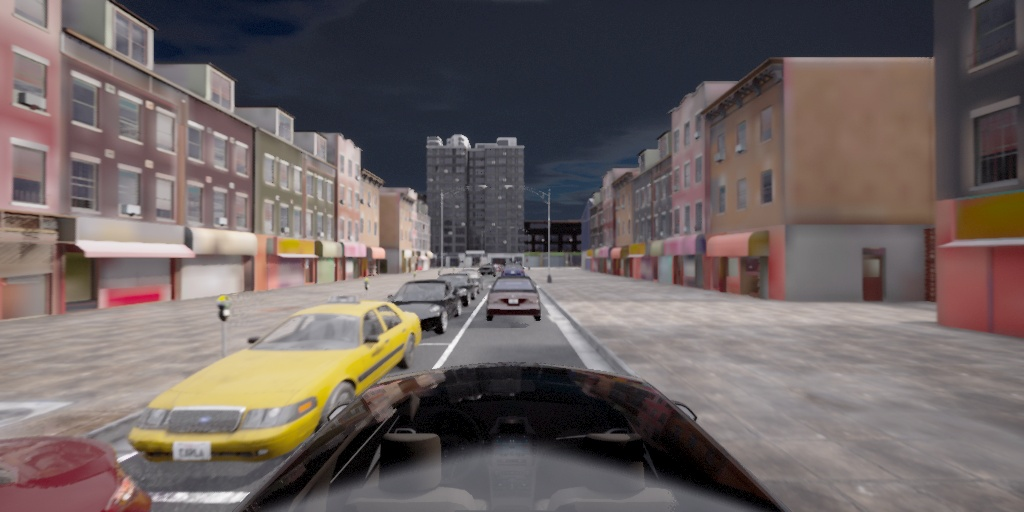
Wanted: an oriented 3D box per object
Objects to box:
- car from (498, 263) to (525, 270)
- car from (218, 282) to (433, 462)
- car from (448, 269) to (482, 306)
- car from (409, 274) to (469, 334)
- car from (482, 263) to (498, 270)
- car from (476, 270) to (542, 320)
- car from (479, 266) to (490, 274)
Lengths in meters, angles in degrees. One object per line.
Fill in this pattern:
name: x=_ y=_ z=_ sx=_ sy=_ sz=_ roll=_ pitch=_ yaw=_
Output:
car: x=0.076 y=1.434 z=32.807 sx=2.097 sy=1.767 sz=4.553 roll=0 pitch=-1 yaw=0
car: x=-2.639 y=1.316 z=5.359 sx=1.751 sy=1.417 sz=4.829 roll=0 pitch=0 yaw=0
car: x=-2.642 y=1.473 z=16.433 sx=1.948 sy=1.339 sz=4.313 roll=0 pitch=0 yaw=0
car: x=-2.641 y=1.414 z=10.981 sx=1.948 sy=1.339 sz=4.313 roll=0 pitch=0 yaw=0
car: x=-2.761 y=1.678 z=41.242 sx=1.837 sy=1.490 sz=4.892 roll=0 pitch=-1 yaw=0
car: x=0.062 y=1.420 z=13.213 sx=2.033 sy=1.411 sz=5.357 roll=0 pitch=-1 yaw=0
car: x=-2.643 y=1.516 z=21.885 sx=2.007 sy=1.370 sz=4.403 roll=0 pitch=0 yaw=0
